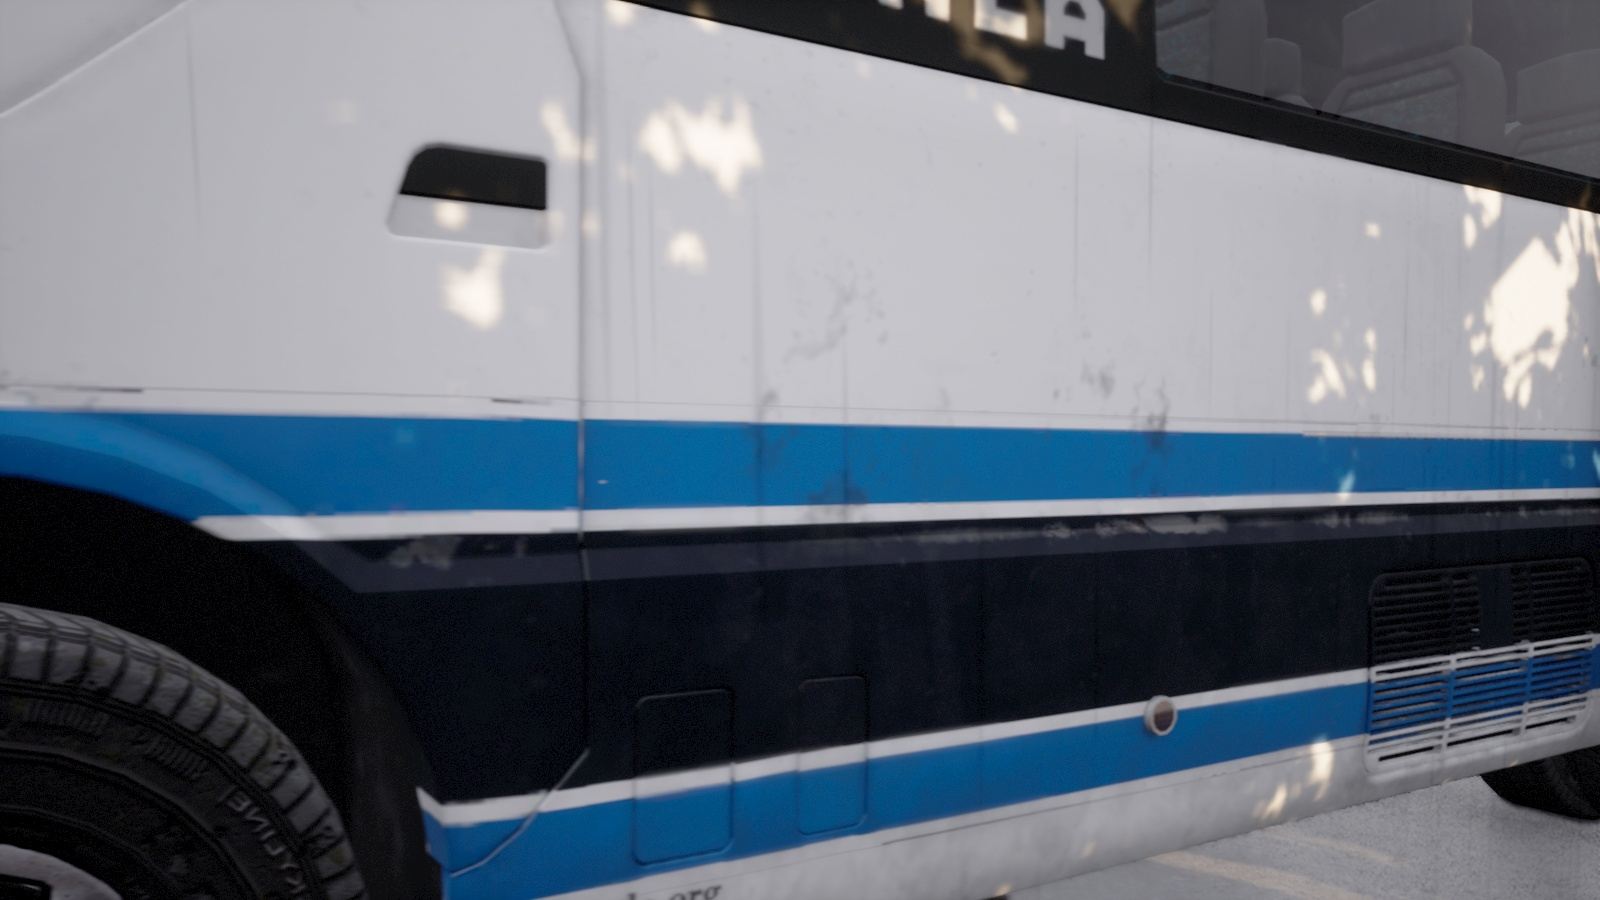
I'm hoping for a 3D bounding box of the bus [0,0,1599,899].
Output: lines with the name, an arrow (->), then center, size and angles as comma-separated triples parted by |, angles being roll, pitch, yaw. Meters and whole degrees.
bus -> 0.511, -0.616, 4.590 | 10.273, 4.253, 3.944 | 0, 0, -33
